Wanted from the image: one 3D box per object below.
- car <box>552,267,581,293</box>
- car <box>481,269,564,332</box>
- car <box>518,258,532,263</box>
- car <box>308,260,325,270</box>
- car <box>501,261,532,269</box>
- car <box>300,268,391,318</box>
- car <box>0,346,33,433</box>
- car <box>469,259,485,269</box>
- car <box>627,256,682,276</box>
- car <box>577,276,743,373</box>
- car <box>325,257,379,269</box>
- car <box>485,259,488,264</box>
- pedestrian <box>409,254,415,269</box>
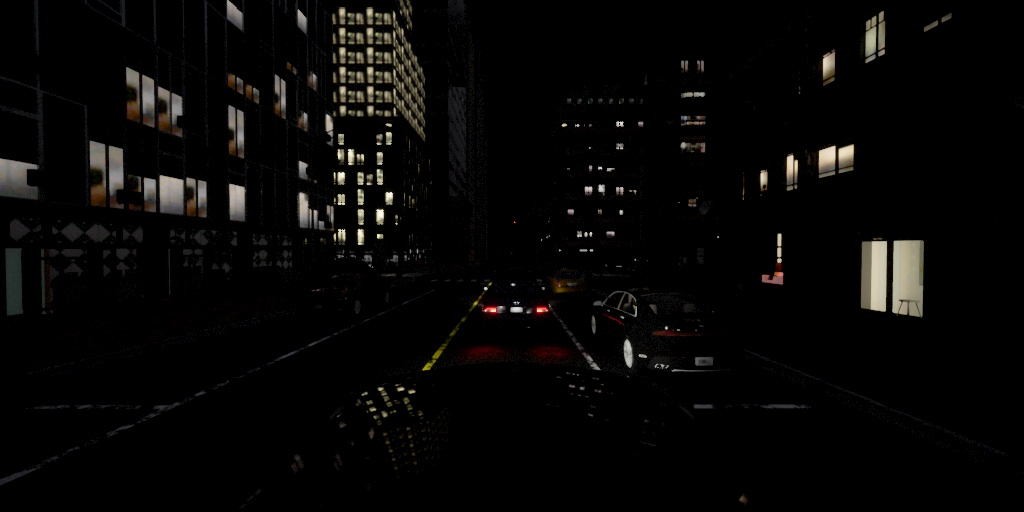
[{"bbox_3d":[2.786,1.271,18.866,1.751,1.417,4.829,0,0,0],"label":"car"},{"bbox_3d":[0.085,1.295,10.845,2.033,1.411,5.357,0,0,0],"label":"car"},{"bbox_3d":[2.577,1.288,62.305,2.007,1.370,4.403,0,0,0],"label":"car"},{"bbox_3d":[-21.742,1.026,42.288,4.829,1.417,1.751,0,0,1],"label":"car"},{"bbox_3d":[0.057,1.249,21.267,1.837,1.490,4.892,0,0,0],"label":"car"},{"bbox_3d":[-5.843,1.292,13.094,1.888,1.381,4.507,0,0,0],"label":"car"},{"bbox_3d":[-5.796,1.300,1.804,2.007,1.370,4.403,0,0,0],"label":"car"},{"bbox_3d":[-5.793,1.263,56.466,1.751,1.417,4.829,0,0,0],"label":"car"},{"bbox_3d":[15.560,1.078,39.265,5.566,2.045,2.150,0,1,1],"label":"car"},{"bbox_3d":[2.807,1.299,7.407,2.007,1.370,4.403,0,0,0],"label":"car"},{"bbox_3d":[-15.927,0.996,36.505,4.553,1.767,2.097,0,1,-1],"label":"car"},{"bbox_3d":[-5.803,1.303,62.290,1.948,1.339,4.313,0,0,0],"label":"car"},{"bbox_3d":[-12.629,0.669,45.140,0.375,1.860,0.375,0,0,1],"label":"pedestrian"}]
